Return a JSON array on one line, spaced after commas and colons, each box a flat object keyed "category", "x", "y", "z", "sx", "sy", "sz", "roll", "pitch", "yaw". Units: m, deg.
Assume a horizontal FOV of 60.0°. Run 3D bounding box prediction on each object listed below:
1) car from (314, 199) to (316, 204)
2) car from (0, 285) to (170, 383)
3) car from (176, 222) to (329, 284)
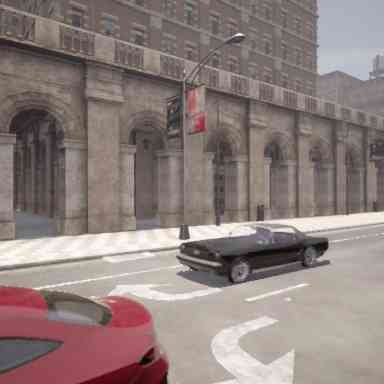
[{"category": "car", "x": 20.450, "y": 1.595, "z": 60.727, "sx": 1.895, "sy": 1.301, "sz": 4.718, "roll": 0, "pitch": 0, "yaw": -37}, {"category": "car", "x": -2.350, "y": 1.526, "z": 2.283, "sx": 4.674, "sy": 1.442, "sz": 1.812, "roll": 0, "pitch": 0, "yaw": -36}, {"category": "car", "x": 1.895, "y": 1.601, "z": 9.742, "sx": 4.718, "sy": 1.301, "sz": 1.895, "roll": 0, "pitch": 0, "yaw": -36}]
